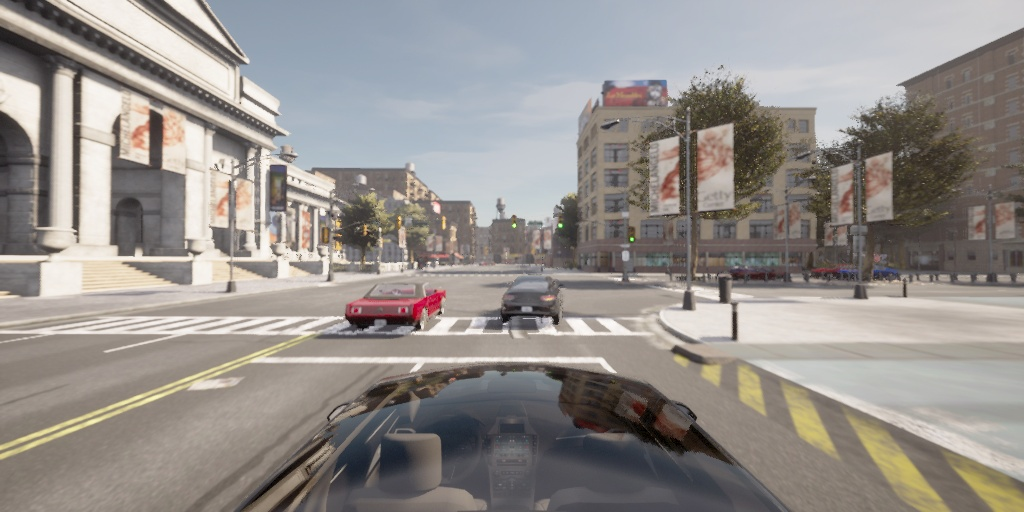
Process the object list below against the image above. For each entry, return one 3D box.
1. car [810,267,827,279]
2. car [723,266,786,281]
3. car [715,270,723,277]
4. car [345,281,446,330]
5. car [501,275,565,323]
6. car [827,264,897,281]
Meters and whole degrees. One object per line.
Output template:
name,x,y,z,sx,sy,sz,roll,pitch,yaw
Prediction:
car,34.127,1.632,37.600,5.008,1.535,1.882,0,-1,0
car,23.272,1.714,34.105,4.718,1.301,1.895,0,-1,0
car,23.740,1.715,37.595,4.181,1.385,1.994,0,-1,0
car,-3.386,1.458,11.486,1.895,1.301,4.718,0,-1,0
car,0.826,1.394,12.602,1.812,1.442,4.674,0,-1,10
car,33.537,1.593,34.102,5.008,1.535,1.882,0,-1,0
